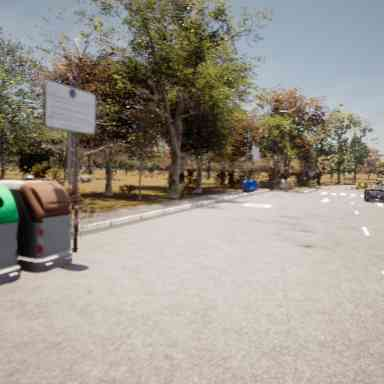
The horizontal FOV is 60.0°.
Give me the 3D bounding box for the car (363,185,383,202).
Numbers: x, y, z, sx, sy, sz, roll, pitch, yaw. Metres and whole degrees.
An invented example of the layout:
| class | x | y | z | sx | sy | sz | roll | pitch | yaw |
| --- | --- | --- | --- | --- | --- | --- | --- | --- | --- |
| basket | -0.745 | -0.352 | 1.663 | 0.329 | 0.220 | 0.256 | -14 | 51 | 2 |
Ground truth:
| class | x | y | z | sx | sy | sz | roll | pitch | yaw |
| --- | --- | --- | --- | --- | --- | --- | --- | --- | --- |
| car | 16.854 | 0.108 | 30.395 | 2.128 | 1.511 | 4.902 | 5 | 4 | 23 |
